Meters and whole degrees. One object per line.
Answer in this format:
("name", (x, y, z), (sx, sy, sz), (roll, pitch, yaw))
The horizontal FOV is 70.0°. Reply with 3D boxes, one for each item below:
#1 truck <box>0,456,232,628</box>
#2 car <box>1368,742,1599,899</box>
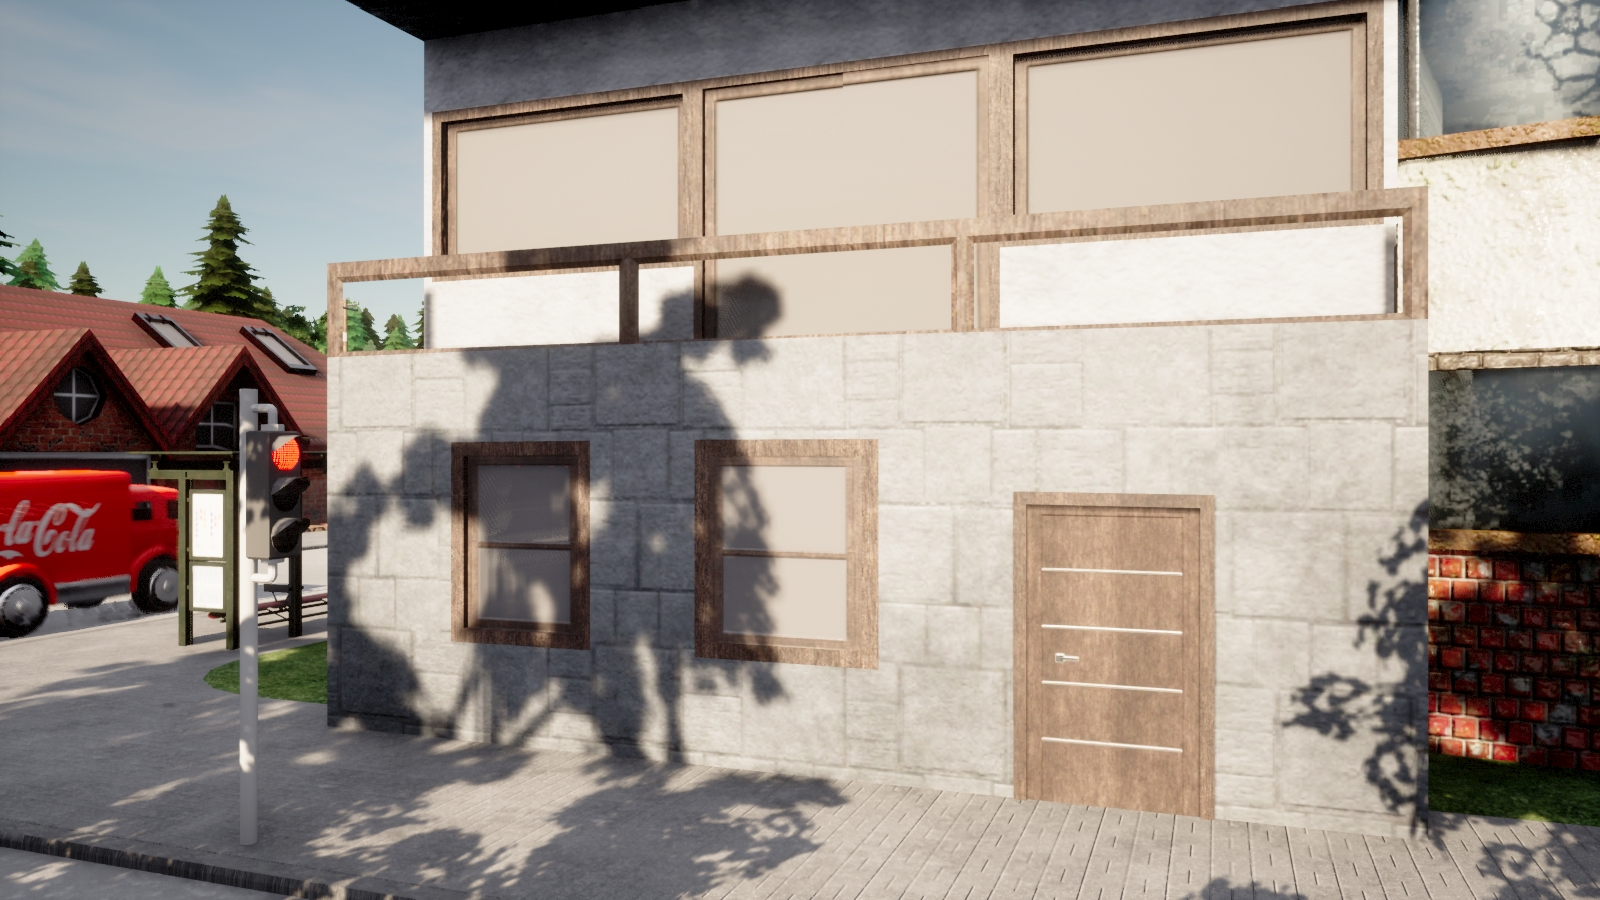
("truck", (-12.325, 1.348, 18.528), (2.627, 2.467, 5.204), (0, 0, 20))
("car", (3.429, 1.806, 2.544), (3.705, 1.549, 1.789), (0, 0, 20))
